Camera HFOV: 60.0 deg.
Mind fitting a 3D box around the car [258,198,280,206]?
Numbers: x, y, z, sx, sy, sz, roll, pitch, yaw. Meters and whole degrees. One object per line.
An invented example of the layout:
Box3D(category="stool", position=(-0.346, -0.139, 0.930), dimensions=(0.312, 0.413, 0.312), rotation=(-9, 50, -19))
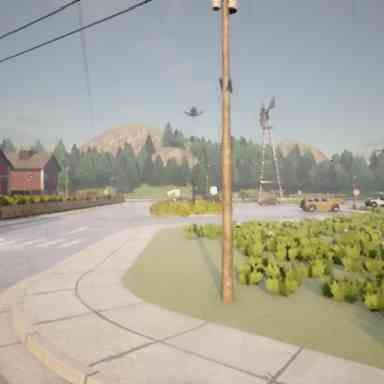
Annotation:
Box3D(category="car", position=(14.271, 1.780, 61.687), dimensions=(3.905, 1.438, 1.784), rotation=(0, 0, -1))

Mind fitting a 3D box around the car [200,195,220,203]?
Box3D(category="car", position=(3.100, 1.618, 70.414), dimensions=(5.566, 2.045, 2.150), rotation=(-1, 0, 20))

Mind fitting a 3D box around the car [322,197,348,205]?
Box3D(category="car", position=(27.095, 1.675, 63.258), dimensions=(4.193, 1.474, 1.816), rotation=(0, 0, -1))

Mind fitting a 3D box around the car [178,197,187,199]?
Box3D(category="car", position=(-2.214, 2.018, 90.159), dimensions=(5.008, 1.535, 1.882), rotation=(0, 0, -9))

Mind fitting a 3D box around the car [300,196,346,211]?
Box3D(category="car", position=(15.108, 1.442, 39.224), dimensions=(4.605, 1.855, 1.932), rotation=(0, 0, -1))

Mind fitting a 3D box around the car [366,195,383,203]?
Box3D(category="car", position=(28.057, 1.402, 49.799), dimensions=(3.866, 1.878, 1.905), rotation=(0, 0, -1))
